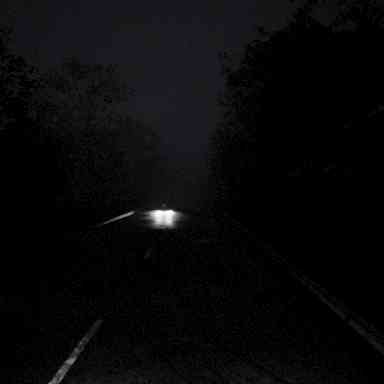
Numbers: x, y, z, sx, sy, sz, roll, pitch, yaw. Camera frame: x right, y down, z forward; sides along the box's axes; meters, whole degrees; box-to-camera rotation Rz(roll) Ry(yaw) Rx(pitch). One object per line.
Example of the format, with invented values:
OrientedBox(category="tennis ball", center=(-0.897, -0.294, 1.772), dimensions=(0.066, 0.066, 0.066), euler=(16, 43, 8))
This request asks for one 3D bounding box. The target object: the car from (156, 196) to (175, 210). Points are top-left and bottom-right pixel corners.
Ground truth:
OrientedBox(category="car", center=(-2.998, 1.203, 38.210), dimensions=(2.128, 1.511, 4.902), euler=(0, 0, 1))
